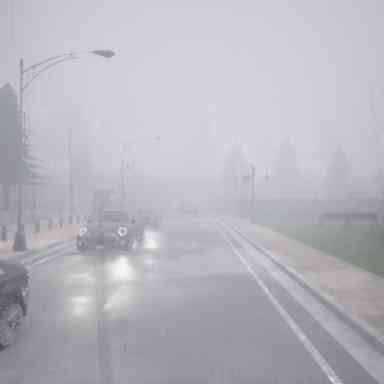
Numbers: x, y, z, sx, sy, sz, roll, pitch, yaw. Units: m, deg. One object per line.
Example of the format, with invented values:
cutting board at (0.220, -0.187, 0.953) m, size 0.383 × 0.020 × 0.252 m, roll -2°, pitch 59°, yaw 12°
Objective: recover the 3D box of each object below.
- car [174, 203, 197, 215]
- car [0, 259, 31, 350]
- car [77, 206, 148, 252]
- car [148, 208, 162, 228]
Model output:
car at (-0.823, 2.070, 41.558) m, size 2.128 × 1.511 × 4.902 m, roll 1°, pitch -1°, yaw -18°
car at (-3.589, 1.536, 3.563) m, size 2.128 × 1.511 × 4.902 m, roll 0°, pitch -1°, yaw 0°
car at (-3.477, 1.552, 14.902) m, size 2.097 × 1.767 × 4.553 m, roll 0°, pitch -1°, yaw 1°
car at (-3.428, 1.946, 25.461) m, size 1.895 × 1.301 × 4.718 m, roll 0°, pitch -1°, yaw 1°
